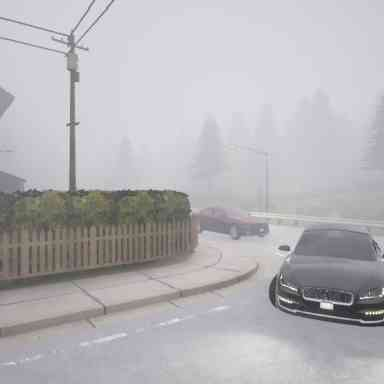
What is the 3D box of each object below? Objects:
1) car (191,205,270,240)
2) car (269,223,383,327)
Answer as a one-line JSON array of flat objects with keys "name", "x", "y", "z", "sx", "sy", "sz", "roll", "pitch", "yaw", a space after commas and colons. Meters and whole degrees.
[{"name": "car", "x": 1.861, "y": 1.478, "z": 17.434, "sx": 1.882, "sy": 1.535, "sz": 5.008, "roll": 0, "pitch": 0, "yaw": -33}, {"name": "car", "x": 3.159, "y": 1.505, "z": 7.298, "sx": 1.837, "sy": 1.490, "sz": 4.892, "roll": 0, "pitch": 0, "yaw": 27}]
